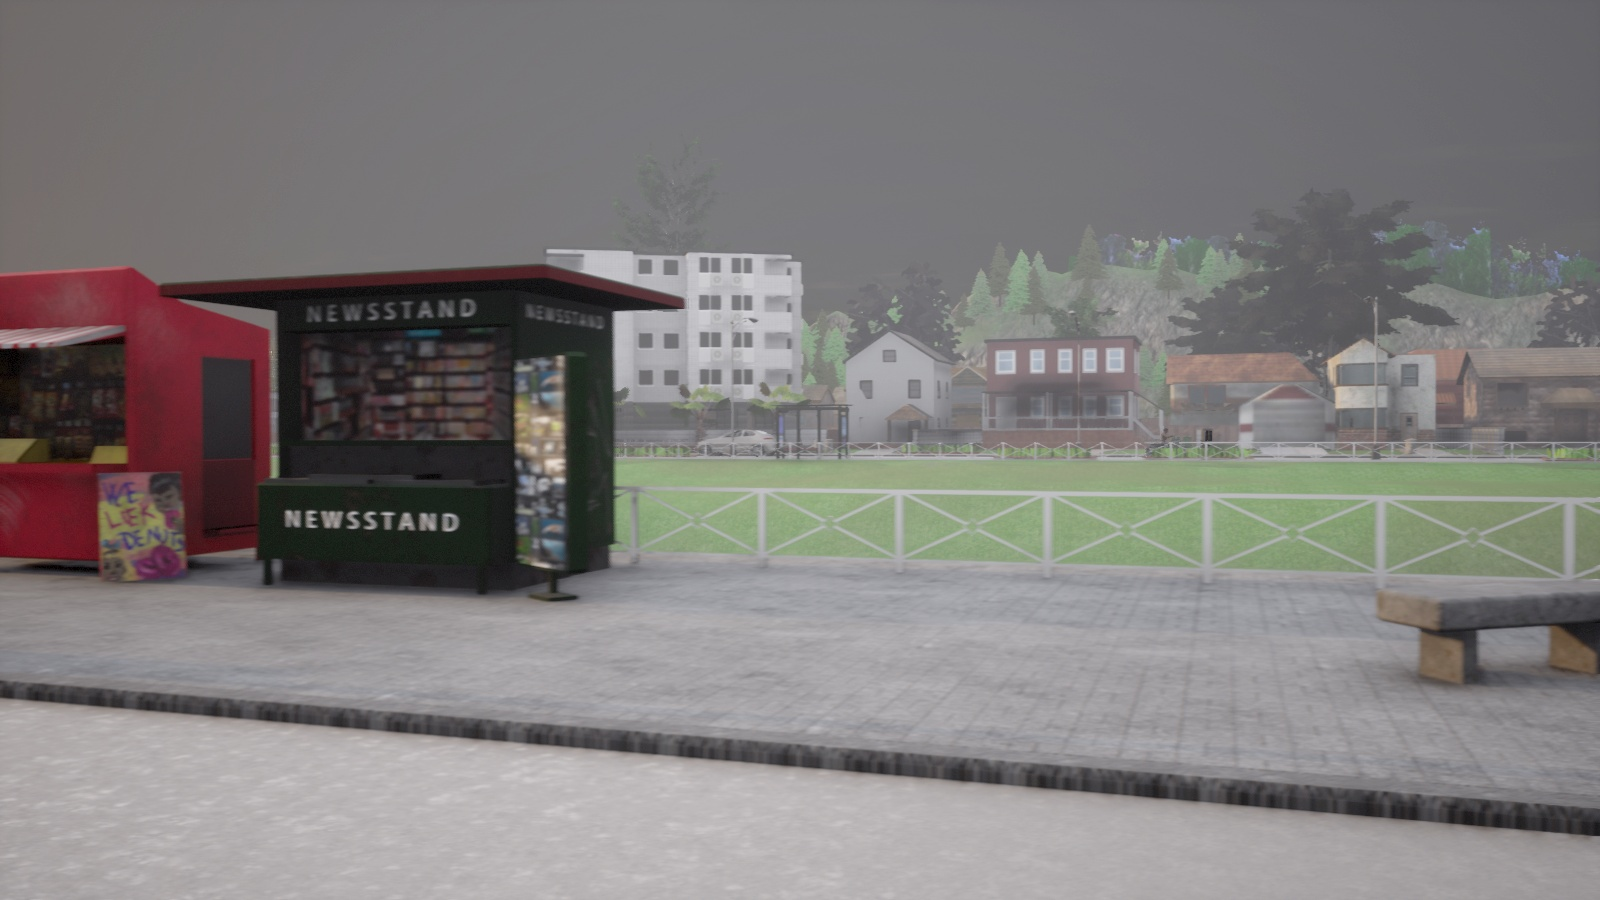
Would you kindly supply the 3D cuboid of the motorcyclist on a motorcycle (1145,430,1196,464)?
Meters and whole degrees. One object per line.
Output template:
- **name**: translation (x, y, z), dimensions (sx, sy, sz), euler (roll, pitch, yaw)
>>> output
- **motorcyclist on a motorcycle**: translation (18.469, -0.156, 62.598), dimensions (2.350, 1.649, 0.766), euler (1, 1, 19)

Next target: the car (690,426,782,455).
- **car**: translation (-3.772, -0.599, 74.305), dimensions (5.027, 1.651, 2.152), euler (1, 1, 19)
